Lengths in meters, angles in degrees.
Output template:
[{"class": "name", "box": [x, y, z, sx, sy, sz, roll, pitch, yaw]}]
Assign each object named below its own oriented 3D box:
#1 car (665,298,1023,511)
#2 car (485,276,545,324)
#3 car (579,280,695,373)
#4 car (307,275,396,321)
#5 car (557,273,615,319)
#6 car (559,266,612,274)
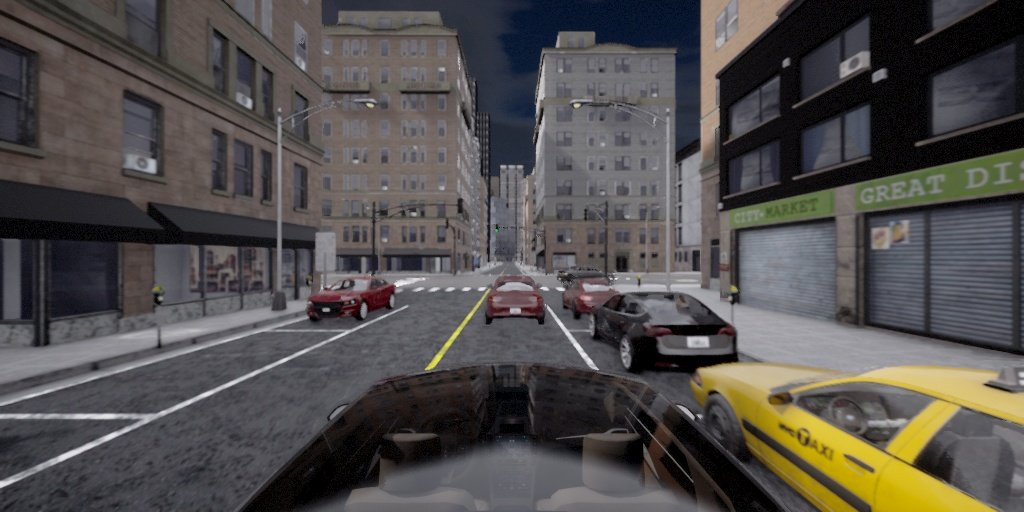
[{"class": "car", "box": [2.874, 1.279, 2.179, 1.751, 1.417, 4.829, 0, 0, 0]}, {"class": "car", "box": [0.095, 1.402, 12.403, 1.812, 1.442, 4.674, 0, -1, 0]}, {"class": "car", "box": [2.876, 1.385, 7.595, 1.948, 1.339, 4.313, 0, 0, 0]}, {"class": "car", "box": [-5.667, 1.431, 13.181, 1.888, 1.381, 4.507, 0, 0, 0]}, {"class": "car", "box": [2.879, 1.467, 13.181, 1.802, 1.307, 4.207, 0, 0, 0]}, {"class": "car", "box": [6.099, 1.588, 29.265, 4.892, 1.490, 1.837, 0, -3, -20]}]
